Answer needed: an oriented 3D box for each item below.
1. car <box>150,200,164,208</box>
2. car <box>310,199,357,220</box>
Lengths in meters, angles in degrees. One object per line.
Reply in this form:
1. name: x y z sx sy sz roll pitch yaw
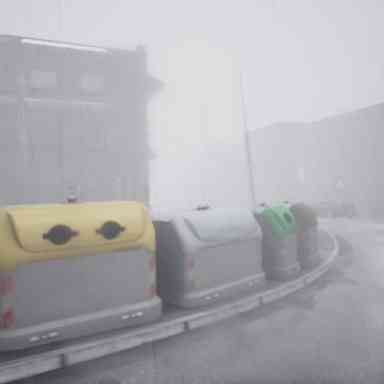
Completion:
1. car: -6.841 2.235 64.367 1.812 1.442 4.674 -2 2 -21
2. car: 10.895 1.382 26.697 1.837 1.490 4.892 -2 -1 -17
